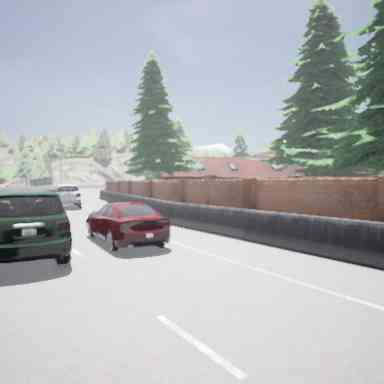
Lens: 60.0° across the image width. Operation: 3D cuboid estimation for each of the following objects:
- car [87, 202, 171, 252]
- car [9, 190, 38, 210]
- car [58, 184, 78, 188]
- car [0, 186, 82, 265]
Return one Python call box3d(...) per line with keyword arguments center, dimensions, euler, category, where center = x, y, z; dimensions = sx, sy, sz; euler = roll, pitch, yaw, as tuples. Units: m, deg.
box3d(center=(-2.518, 1.107, 12.359), dimensions=(1.882, 1.535, 5.008), euler=(-1, 2, -30), category="car")
box3d(center=(-14.652, 0.625, 29.176), dimensions=(1.837, 1.490, 4.892), euler=(-1, 2, -22), category="car")
box3d(center=(-11.153, 0.329, 29.781), dimensions=(2.150, 2.045, 5.566), euler=(-1, 2, -22), category="car")
box3d(center=(-5.105, 0.923, 9.830), dimensions=(2.150, 2.045, 5.566), euler=(-1, 2, -32), category="car")
